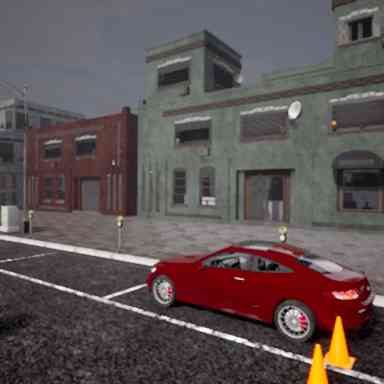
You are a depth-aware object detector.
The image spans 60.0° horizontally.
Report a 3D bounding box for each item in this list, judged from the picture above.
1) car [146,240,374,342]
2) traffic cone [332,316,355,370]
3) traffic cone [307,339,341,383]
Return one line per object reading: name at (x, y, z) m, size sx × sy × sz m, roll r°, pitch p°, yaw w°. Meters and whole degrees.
car at (1.032, 1.575, 6.264) m, size 4.206 × 1.307 × 1.802 m, roll 0°, pitch 1°, yaw 36°
traffic cone at (1.948, 1.954, 4.424) m, size 0.340 × 0.580 × 0.340 m, roll 0°, pitch 0°, yaw 36°
traffic cone at (1.366, 1.953, 3.611) m, size 0.340 × 0.580 × 0.340 m, roll 0°, pitch 0°, yaw 36°
